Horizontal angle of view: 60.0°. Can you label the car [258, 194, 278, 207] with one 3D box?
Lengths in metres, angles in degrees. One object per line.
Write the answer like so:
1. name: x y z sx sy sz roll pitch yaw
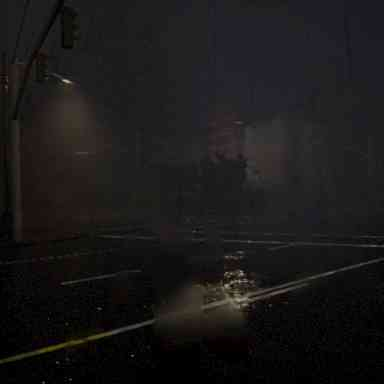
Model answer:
1. car: 8.195 0.946 40.439 1.882 1.535 5.008 -2 1 -35
